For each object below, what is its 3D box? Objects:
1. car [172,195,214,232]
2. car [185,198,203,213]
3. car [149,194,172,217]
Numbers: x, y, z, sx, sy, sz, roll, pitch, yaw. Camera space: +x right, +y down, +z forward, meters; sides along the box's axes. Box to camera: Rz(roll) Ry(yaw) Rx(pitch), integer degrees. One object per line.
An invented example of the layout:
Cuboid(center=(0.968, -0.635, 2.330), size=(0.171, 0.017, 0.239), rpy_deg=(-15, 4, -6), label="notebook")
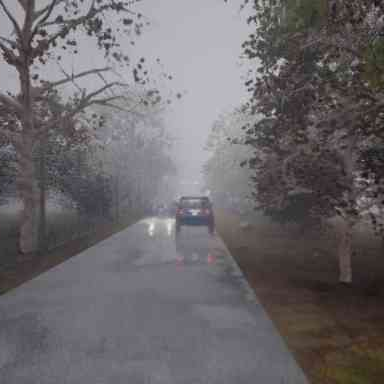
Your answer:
Cuboid(center=(0.150, 1.225, 20.150), size=(2.150, 2.045, 5.566), rpy_deg=(0, 0, 0), label="car")
Cuboid(center=(0.229, 1.482, 38.910), size=(1.882, 1.535, 5.008), rpy_deg=(0, 0, 0), label="car")
Cuboid(center=(-2.691, 1.227, 31.475), size=(2.150, 2.045, 5.566), rpy_deg=(0, 0, 1), label="car")
